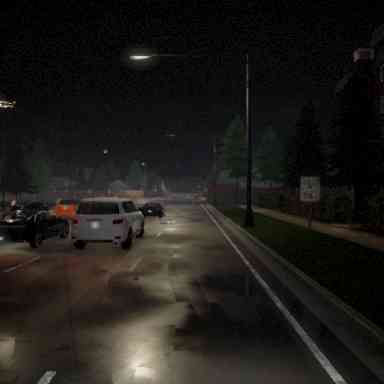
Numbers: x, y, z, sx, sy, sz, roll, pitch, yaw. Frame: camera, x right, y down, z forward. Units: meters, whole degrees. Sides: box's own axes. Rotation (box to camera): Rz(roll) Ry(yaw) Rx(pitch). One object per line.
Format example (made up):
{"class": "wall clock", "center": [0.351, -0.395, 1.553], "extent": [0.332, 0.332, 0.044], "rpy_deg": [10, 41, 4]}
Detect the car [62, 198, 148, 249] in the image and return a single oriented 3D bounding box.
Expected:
{"class": "car", "center": [-3.500, 1.257, 14.680], "extent": [2.150, 2.045, 5.566], "rpy_deg": [0, 0, 0]}

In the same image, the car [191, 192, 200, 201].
{"class": "car", "center": [1.225, 1.454, 86.589], "extent": [1.801, 1.575, 5.366], "rpy_deg": [0, 0, 0]}

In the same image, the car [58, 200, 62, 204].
{"class": "car", "center": [-10.500, 1.365, 29.620], "extent": [2.097, 1.767, 4.553], "rpy_deg": [0, 0, 0]}

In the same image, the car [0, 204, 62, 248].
{"class": "car", "center": [-7.000, 1.494, 14.650], "extent": [2.128, 1.511, 4.902], "rpy_deg": [0, 0, 0]}

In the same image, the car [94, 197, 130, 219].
{"class": "car", "center": [-7.000, 1.366, 29.620], "extent": [2.097, 1.767, 4.553], "rpy_deg": [0, 0, 0]}

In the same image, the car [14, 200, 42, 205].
{"class": "car", "center": [-14.340, 1.516, 29.650], "extent": [1.837, 1.490, 4.892], "rpy_deg": [0, 0, 0]}

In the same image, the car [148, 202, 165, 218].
{"class": "car", "center": [-3.500, 1.572, 29.650], "extent": [1.994, 1.385, 4.181], "rpy_deg": [0, 0, 0]}
